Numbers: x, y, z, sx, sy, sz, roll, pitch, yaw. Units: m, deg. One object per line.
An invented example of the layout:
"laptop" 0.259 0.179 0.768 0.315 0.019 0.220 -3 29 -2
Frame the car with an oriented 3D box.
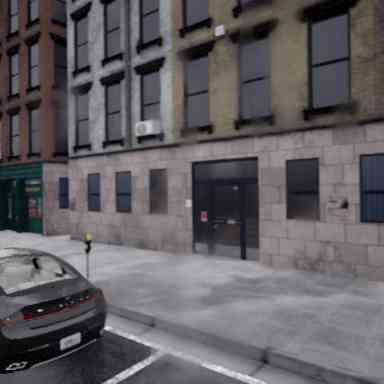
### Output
"car" -3.218 1.594 5.351 4.403 1.369 2.008 -1 0 37
